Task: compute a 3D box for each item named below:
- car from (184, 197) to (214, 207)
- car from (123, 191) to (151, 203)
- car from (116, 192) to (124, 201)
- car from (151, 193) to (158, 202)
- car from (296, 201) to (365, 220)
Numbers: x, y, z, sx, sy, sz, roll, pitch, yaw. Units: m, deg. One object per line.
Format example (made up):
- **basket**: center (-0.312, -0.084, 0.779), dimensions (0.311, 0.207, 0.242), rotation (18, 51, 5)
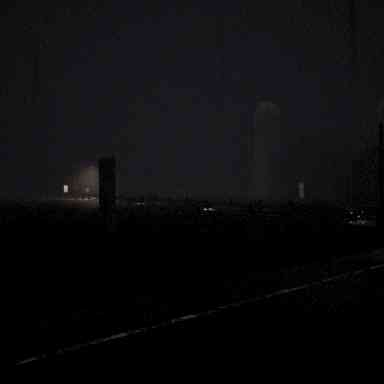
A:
- **car**: center (0.832, 1.266, 41.141), dimensions (1.994, 1.385, 4.181), rotation (-1, 1, -36)
- **car**: center (-9.170, 1.062, 55.068), dimensions (1.812, 1.442, 4.674), rotation (-1, 1, -35)
- **car**: center (-13.611, 0.753, 66.016), dimensions (2.097, 1.767, 4.553), rotation (-1, 1, -36)
- **car**: center (-7.829, 0.850, 58.073), dimensions (2.097, 1.767, 4.553), rotation (-1, 1, -35)
- **car**: center (10.910, 1.415, 26.816), dimensions (2.033, 1.411, 5.357), rotation (0, 1, -32)
